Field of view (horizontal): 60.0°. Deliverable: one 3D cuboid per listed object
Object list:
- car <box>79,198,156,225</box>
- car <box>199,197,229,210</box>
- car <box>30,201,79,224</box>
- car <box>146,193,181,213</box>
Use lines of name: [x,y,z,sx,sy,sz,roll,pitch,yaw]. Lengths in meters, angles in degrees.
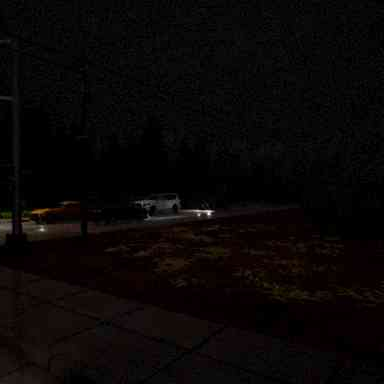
car: [-5.330,1.478,24.409,2.128,1.511,4.902,0,0,36]
car: [2.782,1.403,41.584,1.837,1.490,4.892,0,0,37]
car: [-9.540,1.484,24.975,1.882,1.535,5.008,0,0,37]
car: [-3.433,1.174,33.221,2.150,2.045,5.566,0,0,36]
